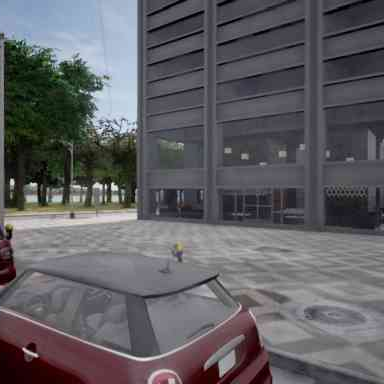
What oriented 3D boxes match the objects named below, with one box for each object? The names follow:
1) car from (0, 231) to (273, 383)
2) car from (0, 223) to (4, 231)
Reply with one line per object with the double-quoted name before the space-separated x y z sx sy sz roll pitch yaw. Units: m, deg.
"car" -1.288 1.440 3.879 4.097 1.590 1.967 0 0 35
"car" -5.715 1.314 7.036 5.009 1.841 2.192 0 0 35
